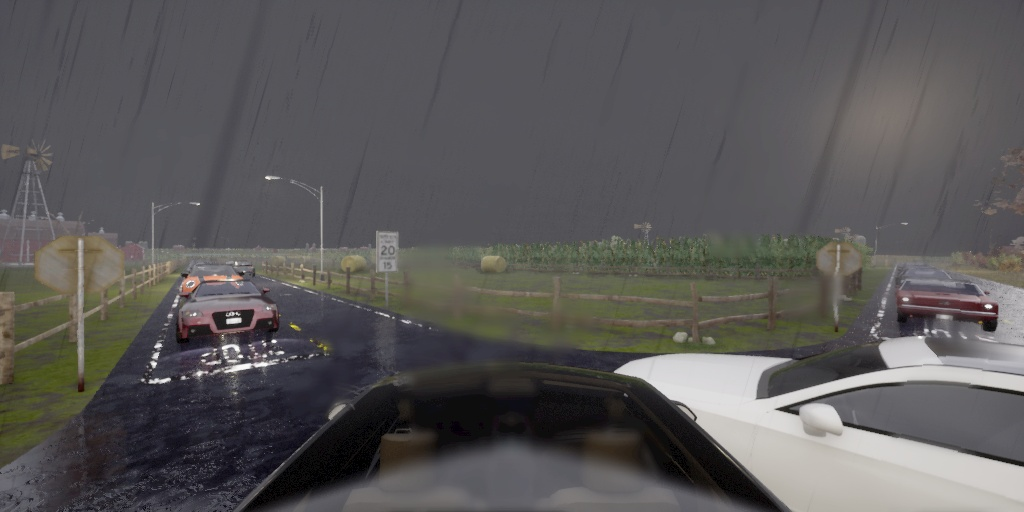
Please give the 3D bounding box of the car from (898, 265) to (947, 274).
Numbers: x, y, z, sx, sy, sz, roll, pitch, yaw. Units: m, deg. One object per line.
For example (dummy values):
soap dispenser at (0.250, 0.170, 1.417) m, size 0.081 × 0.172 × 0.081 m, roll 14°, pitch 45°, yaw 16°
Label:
car at (20.643, 1.354, 17.910) m, size 5.357 × 1.411 × 2.033 m, roll 0°, pitch 1°, yaw -43°

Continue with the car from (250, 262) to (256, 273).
car at (-26.885, 1.270, 35.714) m, size 2.128 × 1.511 × 4.902 m, roll 0°, pitch 0°, yaw -41°

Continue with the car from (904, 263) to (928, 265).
car at (27.415, 1.389, 24.146) m, size 4.181 × 1.385 × 1.994 m, roll 0°, pitch 1°, yaw -43°

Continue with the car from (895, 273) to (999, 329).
car at (13.548, 1.393, 11.365) m, size 4.718 × 1.301 × 1.895 m, roll 0°, pitch 1°, yaw -43°

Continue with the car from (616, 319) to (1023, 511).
car at (2.844, 1.293, 2.333) m, size 1.812 × 1.442 × 4.674 m, roll 0°, pitch 1°, yaw -44°

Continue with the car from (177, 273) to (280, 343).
car at (-7.914, 1.352, 9.949) m, size 1.994 × 1.385 × 4.181 m, roll 0°, pitch 0°, yaw -42°

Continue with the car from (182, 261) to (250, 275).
car at (-13.673, 1.135, 16.449) m, size 2.097 × 1.767 × 4.553 m, roll 0°, pitch 0°, yaw -42°
